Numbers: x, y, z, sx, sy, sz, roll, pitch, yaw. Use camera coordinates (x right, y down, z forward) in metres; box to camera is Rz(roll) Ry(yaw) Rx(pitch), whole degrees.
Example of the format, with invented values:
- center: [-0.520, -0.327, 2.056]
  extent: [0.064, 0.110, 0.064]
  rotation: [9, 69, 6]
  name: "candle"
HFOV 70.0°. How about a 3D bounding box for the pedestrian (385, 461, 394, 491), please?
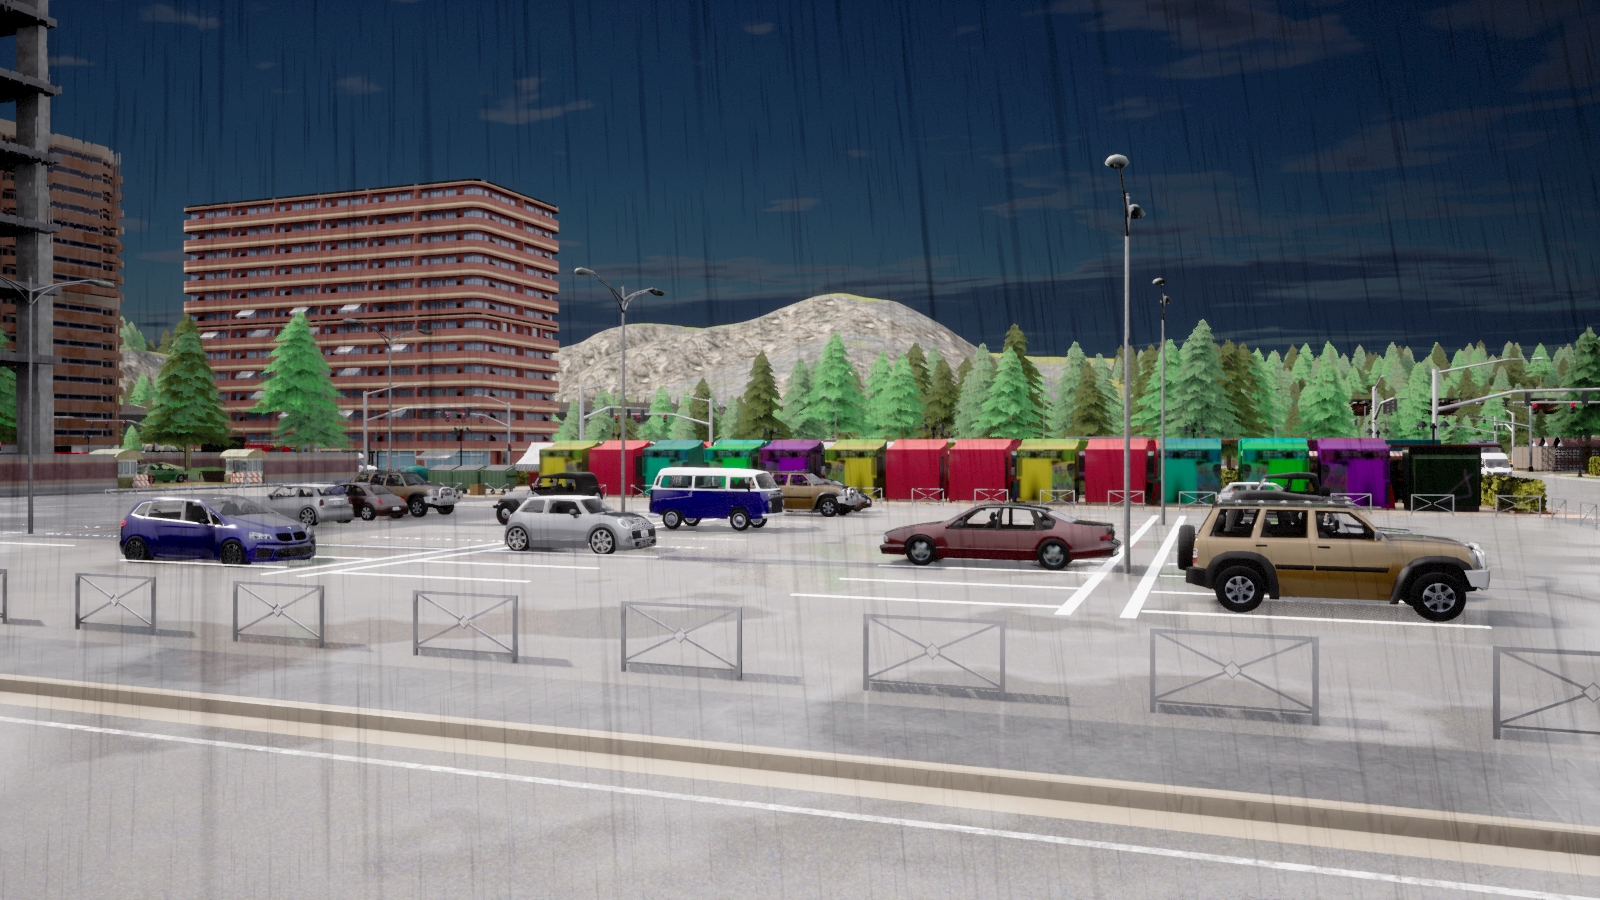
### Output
- center: [-26.096, 1.643, 72.616]
  extent: [0.375, 1.860, 0.375]
  rotation: [0, 0, 19]
  name: "pedestrian"
